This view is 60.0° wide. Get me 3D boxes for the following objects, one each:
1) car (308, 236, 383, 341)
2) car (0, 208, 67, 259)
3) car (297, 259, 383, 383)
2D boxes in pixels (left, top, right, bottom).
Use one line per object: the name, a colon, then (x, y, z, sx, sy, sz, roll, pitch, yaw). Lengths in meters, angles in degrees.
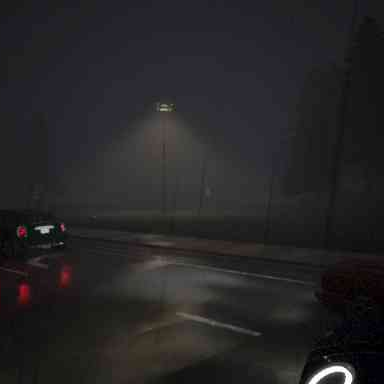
car: (4.455, 1.597, 5.106, 4.718, 1.301, 1.895, 0, 0, 35)
car: (-6.994, 1.417, 13.087, 4.553, 1.767, 2.097, 0, 0, 35)
car: (2.933, 1.344, 1.894, 4.553, 1.767, 2.097, 0, 0, 35)
